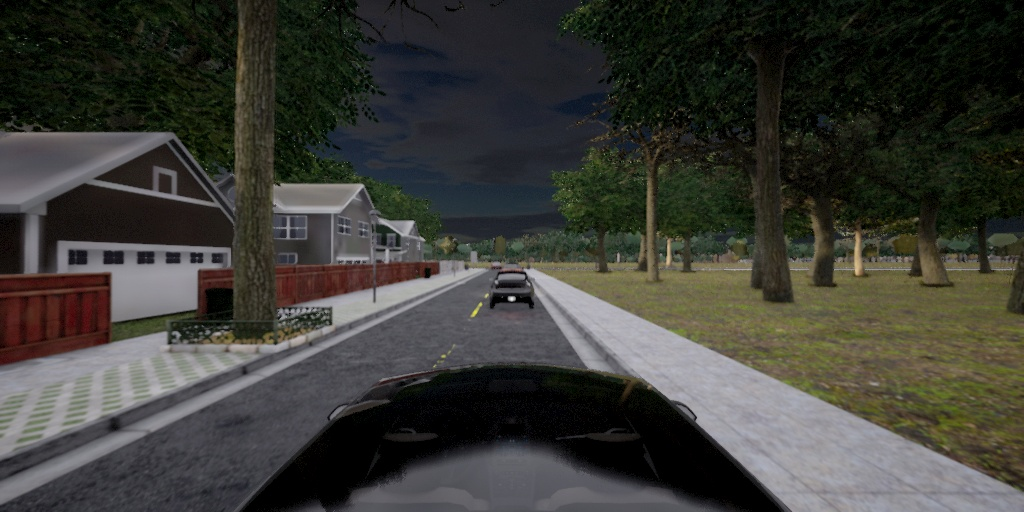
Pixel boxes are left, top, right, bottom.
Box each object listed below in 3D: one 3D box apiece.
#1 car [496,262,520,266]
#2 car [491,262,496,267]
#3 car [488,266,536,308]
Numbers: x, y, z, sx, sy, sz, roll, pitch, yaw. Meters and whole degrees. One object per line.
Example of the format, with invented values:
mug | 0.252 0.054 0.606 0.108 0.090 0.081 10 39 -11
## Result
car | -0.011 1.377 30.932 2.097 1.767 4.553 0 -1 0
car | -2.786 1.839 65.320 1.882 1.535 5.008 0 -1 0
car | -0.002 1.393 16.140 1.837 1.490 4.892 0 0 0
